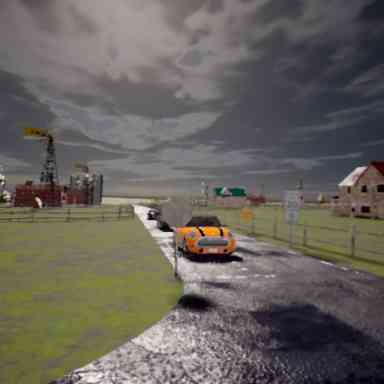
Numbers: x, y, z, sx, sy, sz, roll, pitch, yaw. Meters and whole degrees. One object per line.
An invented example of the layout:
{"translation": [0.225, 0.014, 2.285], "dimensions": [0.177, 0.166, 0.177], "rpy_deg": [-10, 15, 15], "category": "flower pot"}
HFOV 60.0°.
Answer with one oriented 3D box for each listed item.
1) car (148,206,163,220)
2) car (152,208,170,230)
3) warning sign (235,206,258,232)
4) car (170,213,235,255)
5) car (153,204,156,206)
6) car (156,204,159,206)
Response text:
{"translation": [-4.514, 2.797, 41.712], "dimensions": [1.994, 1.385, 4.181], "rpy_deg": [2, -2, -10], "category": "car"}
{"translation": [-1.891, 2.370, 27.729], "dimensions": [2.033, 1.411, 5.357], "rpy_deg": [2, -2, -11], "category": "car"}
{"translation": [4.063, 1.993, 24.887], "dimensions": [1.300, 1.860, 1.060], "rpy_deg": [3, -1, -11], "category": "warning sign"}
{"translation": [0.450, 1.818, 15.494], "dimensions": [2.097, 1.767, 4.553], "rpy_deg": [2, -2, -11], "category": "car"}
{"translation": [-9.702, 4.134, 89.407], "dimensions": [2.097, 1.767, 4.553], "rpy_deg": [2, -2, -11], "category": "car"}
{"translation": [-4.871, 3.314, 59.267], "dimensions": [1.882, 1.535, 5.008], "rpy_deg": [2, -2, -11], "category": "car"}
